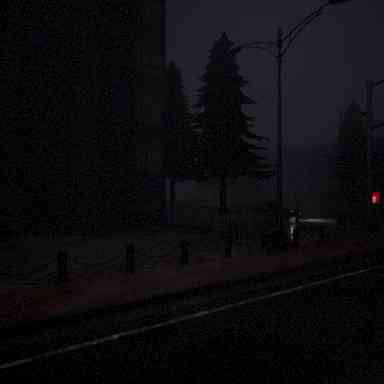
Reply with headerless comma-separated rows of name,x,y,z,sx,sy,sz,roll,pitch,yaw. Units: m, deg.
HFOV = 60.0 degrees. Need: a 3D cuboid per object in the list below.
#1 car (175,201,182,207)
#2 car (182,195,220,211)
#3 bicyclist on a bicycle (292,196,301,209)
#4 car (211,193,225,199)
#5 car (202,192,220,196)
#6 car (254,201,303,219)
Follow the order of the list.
car,-0.503,1.616,46.236,1.895,1.301,4.718,0,0,-37
car,1.354,1.493,37.674,1.882,1.535,5.008,0,0,-37
bicyclist on a bicycle,11.496,1.316,36.649,1.656,1.620,0.582,0,0,-37
car,7.287,1.092,94.517,1.905,1.878,3.866,0,0,-37
car,5.199,1.112,92.455,1.932,1.855,4.605,0,0,-37
car,7.558,1.541,29.486,1.812,1.442,4.674,0,0,-38
